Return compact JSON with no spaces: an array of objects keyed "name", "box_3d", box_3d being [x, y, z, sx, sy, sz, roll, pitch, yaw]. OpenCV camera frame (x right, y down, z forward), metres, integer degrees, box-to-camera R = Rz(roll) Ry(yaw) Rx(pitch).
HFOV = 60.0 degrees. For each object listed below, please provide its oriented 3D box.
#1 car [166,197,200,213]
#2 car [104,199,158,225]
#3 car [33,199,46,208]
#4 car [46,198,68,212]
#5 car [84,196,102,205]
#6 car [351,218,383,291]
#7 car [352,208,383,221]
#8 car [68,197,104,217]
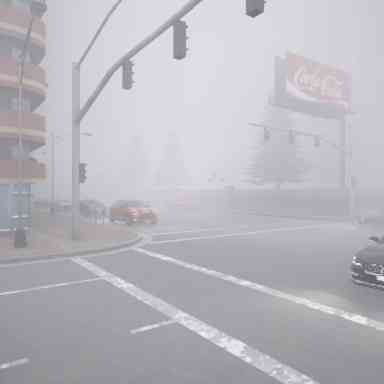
[{"name":"car","box_3d":[-1.070,1.352,37.735,2.097,1.767,4.553,0,0,-36]},{"name":"car","box_3d":[-4.274,1.352,23.925,2.097,1.767,4.553,0,0,-36]},{"name":"car","box_3d":[-21.215,1.601,47.397,1.895,1.301,4.718,0,0,-35]},{"name":"car","box_3d":[-15.278,1.478,39.136,1.882,1.535,5.008,0,0,-36]},{"name":"car","box_3d":[-18.338,1.525,61.583,1.812,1.442,4.674,0,0,-36]},{"name":"car","box_3d":[5.823,1.504,8.167,4.892,1.490,1.837,0,0,-36]},{"name":"car","box_3d":[13.281,1.547,21.276,5.357,1.411,2.033,0,0,6]},{"name":"car","box_3d":[-9.610,1.491,31.292,2.128,1.511,4.902,0,0,-36]}]
